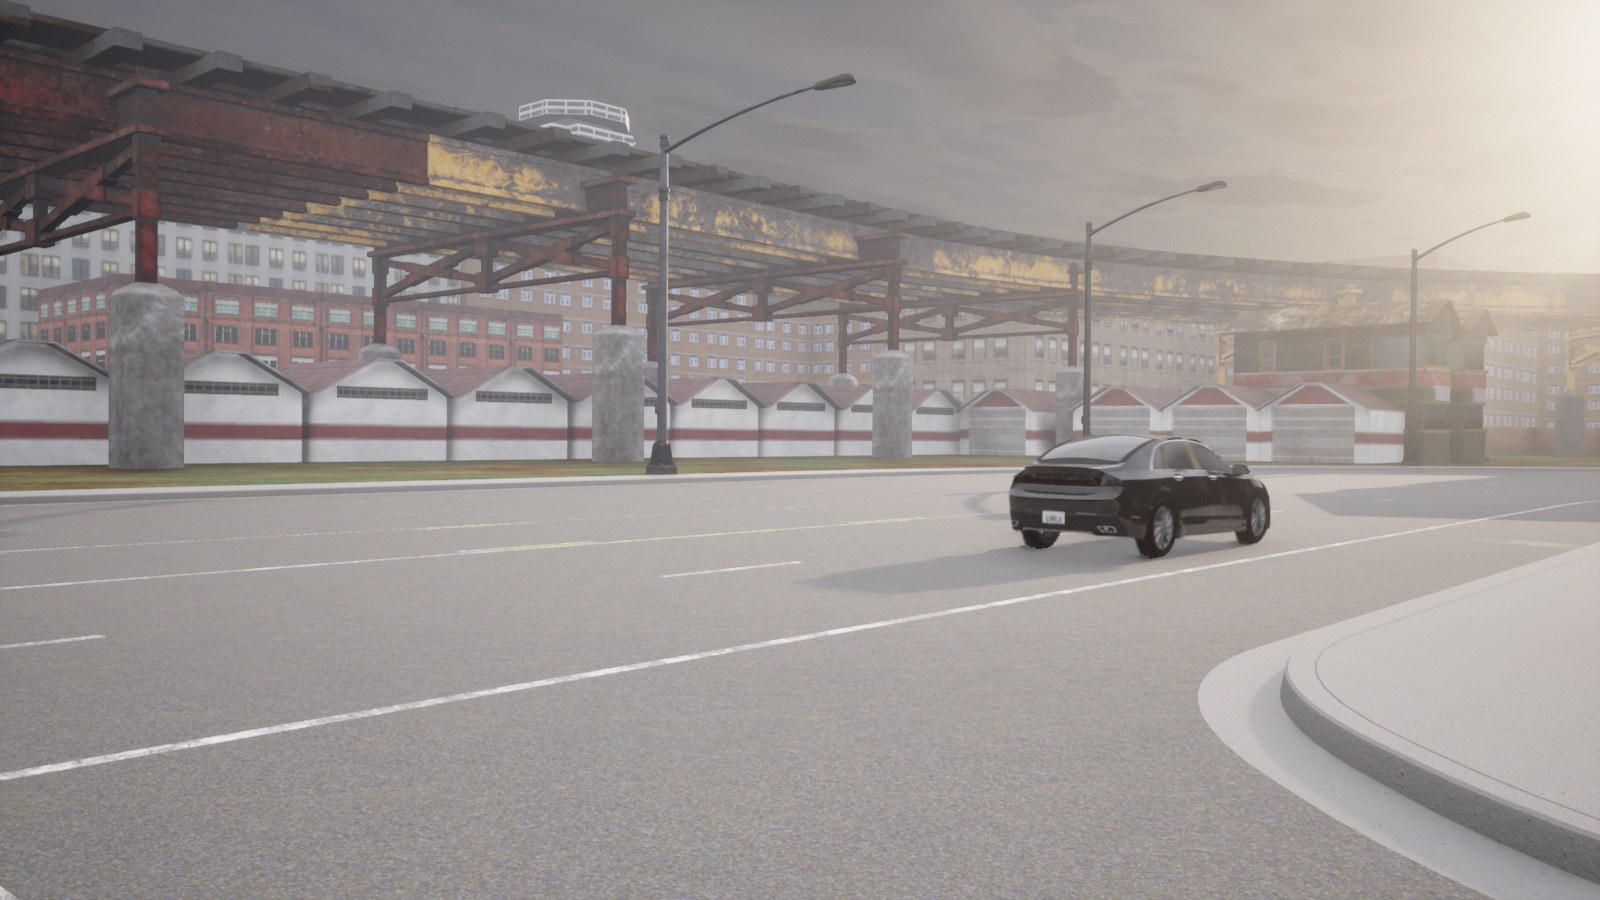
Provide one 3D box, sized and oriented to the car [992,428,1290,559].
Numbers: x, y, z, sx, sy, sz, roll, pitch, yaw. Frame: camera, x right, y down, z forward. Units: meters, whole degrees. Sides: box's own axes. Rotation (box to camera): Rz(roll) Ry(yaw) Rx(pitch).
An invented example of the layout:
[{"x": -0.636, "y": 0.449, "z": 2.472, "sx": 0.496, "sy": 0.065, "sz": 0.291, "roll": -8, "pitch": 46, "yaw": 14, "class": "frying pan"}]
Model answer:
[{"x": 4.718, "y": 0.461, "z": 16.856, "sx": 1.837, "sy": 1.490, "sz": 4.892, "roll": 0, "pitch": 1, "yaw": 42, "class": "car"}]
